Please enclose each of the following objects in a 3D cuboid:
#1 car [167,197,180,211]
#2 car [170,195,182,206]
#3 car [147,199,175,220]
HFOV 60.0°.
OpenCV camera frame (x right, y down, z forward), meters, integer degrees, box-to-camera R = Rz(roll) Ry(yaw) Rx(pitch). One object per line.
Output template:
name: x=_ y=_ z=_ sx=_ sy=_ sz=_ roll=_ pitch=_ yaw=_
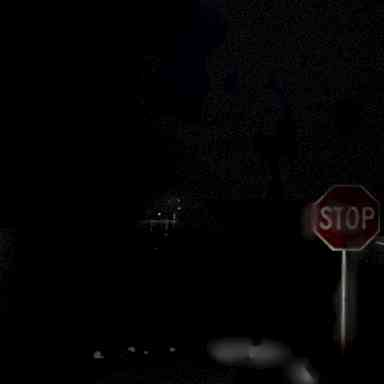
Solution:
car: x=-2.736 y=1.553 z=39.648 sx=1.895 sy=1.301 sz=4.718 roll=0 pitch=0 yaw=0
car: x=-2.700 y=1.277 z=51.568 sx=2.097 sy=1.767 sz=4.553 roll=0 pitch=0 yaw=0
car: x=-2.643 y=1.537 z=27.732 sx=1.994 sy=1.385 sz=4.181 roll=0 pitch=0 yaw=-3
